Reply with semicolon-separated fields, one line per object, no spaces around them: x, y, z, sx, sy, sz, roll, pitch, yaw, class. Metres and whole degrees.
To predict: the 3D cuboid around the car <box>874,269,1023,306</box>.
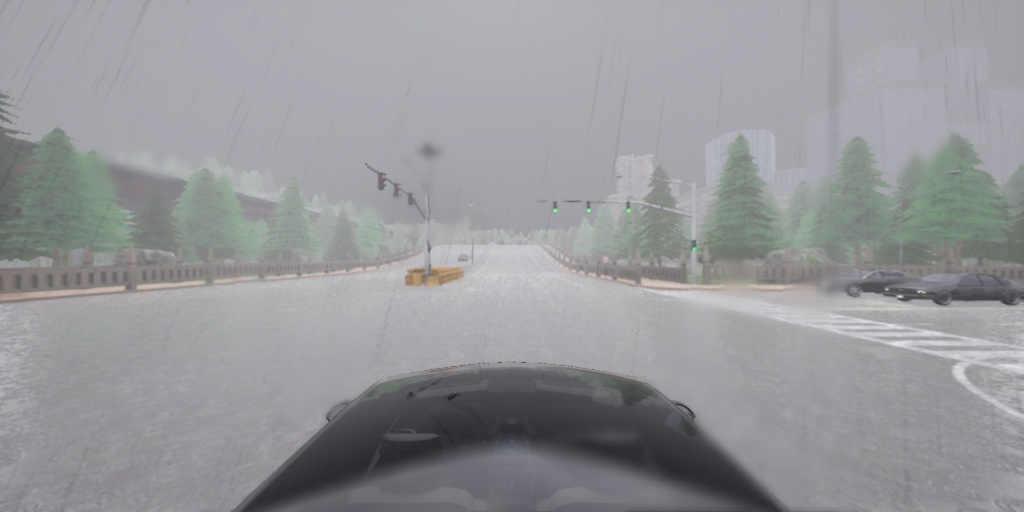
20.442;1.470;16.462;5.357;1.411;2.033;0;-1;0;car

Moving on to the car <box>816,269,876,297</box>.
19.786;1.455;19.946;4.902;1.511;2.128;0;-1;1;car

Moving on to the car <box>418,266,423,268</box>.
-10.497;1.863;43.066;1.994;1.385;4.181;0;0;0;car
